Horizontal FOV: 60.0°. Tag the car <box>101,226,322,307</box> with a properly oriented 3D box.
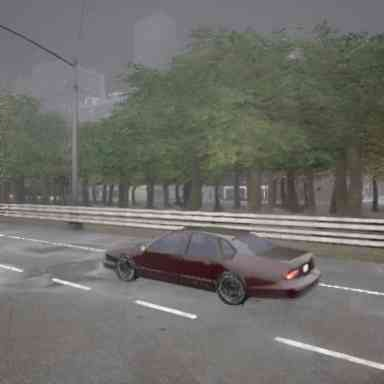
[{"bbox_3d":[0.198,1.553,8.029,5.357,1.411,2.033,0,0,36],"label":"car"}]
